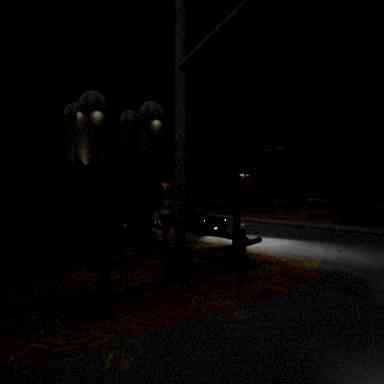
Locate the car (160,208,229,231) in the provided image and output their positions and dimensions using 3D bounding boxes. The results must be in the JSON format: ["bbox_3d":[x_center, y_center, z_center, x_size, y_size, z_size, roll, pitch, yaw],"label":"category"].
[{"bbox_3d":[-0.010,1.601,19.354,1.895,1.301,4.718,0,0,-35],"label":"car"}]
